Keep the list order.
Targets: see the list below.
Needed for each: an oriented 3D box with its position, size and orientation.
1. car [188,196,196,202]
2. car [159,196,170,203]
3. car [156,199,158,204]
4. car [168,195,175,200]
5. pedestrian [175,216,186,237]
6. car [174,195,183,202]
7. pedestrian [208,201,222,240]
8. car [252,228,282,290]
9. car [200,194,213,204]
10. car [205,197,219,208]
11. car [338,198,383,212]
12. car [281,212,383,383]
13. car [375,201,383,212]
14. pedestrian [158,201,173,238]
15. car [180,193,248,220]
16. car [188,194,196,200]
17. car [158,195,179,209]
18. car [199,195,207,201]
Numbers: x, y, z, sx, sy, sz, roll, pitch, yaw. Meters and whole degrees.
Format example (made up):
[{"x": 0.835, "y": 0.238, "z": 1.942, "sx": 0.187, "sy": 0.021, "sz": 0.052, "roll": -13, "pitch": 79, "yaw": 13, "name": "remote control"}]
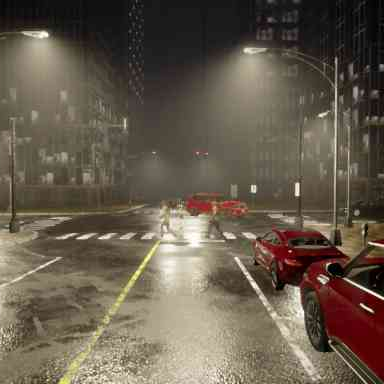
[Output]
[{"x": 0.004, "y": 1.525, "z": 74.255, "sx": 1.895, "sy": 1.301, "sz": 4.718, "roll": 0, "pitch": 0, "yaw": 0, "name": "car"}, {"x": -5.666, "y": 1.510, "z": 69.636, "sx": 1.947, "sy": 1.339, "sz": 4.313, "roll": -1, "pitch": 0, "yaw": 0, "name": "car"}, {"x": -5.836, "y": 1.518, "z": 63.962, "sx": 1.947, "sy": 1.339, "sz": 4.313, "roll": -1, "pitch": 0, "yaw": 0, "name": "car"}, {"x": -5.664, "y": 1.493, "z": 92.331, "sx": 1.802, "sy": 1.307, "sz": 4.206, "roll": -1, "pitch": 0, "yaw": 0, "name": "car"}, {"x": -0.471, "y": 1.665, "z": 16.582, "sx": 0.500, "sy": 1.100, "sz": 0.500, "roll": -1, "pitch": 1, "yaw": 0, "name": "pedestrian"}, {"x": -2.997, "y": 1.405, "z": 76.055, "sx": 1.882, "sy": 1.535, "sz": 5.008, "roll": 0, "pitch": 0, "yaw": 0, "name": "car"}, {"x": 1.060, "y": 1.287, "z": 15.274, "sx": 0.375, "sy": 1.860, "sz": 0.375, "roll": -1, "pitch": 1, "yaw": 0, "name": "pedestrian"}, {"x": 2.679, "y": 1.578, "z": 8.793, "sx": 1.802, "sy": 1.307, "sz": 4.206, "roll": -1, "pitch": 0, "yaw": 0, "name": "car"}, {"x": 2.716, "y": 1.268, "z": 63.412, "sx": 2.192, "sy": 1.841, "sz": 5.009, "roll": -1, "pitch": 0, "yaw": 0, "name": "car"}, {"x": 2.809, "y": 1.496, "z": 48.331, "sx": 1.752, "sy": 1.417, "sz": 4.829, "roll": -1, "pitch": 0, "yaw": 0, "name": "car"}, {"x": 15.651, "y": 1.356, "z": 29.843, "sx": 4.892, "sy": 1.490, "sz": 1.837, "roll": 0, "pitch": 1, "yaw": -5, "name": "car"}, {"x": 2.672, "y": 1.314, "z": 3.168, "sx": 2.192, "sy": 1.841, "sz": 5.009, "roll": -1, "pitch": 0, "yaw": 0, "name": "car"}, {"x": 16.129, "y": 1.537, "z": 24.068, "sx": 4.313, "sy": 1.339, "sz": 1.947, "roll": 0, "pitch": 1, "yaw": -5, "name": "car"}, {"x": -1.263, "y": 1.286, "z": 15.950, "sx": 0.375, "sy": 1.860, "sz": 0.375, "roll": -1, "pitch": 1, "yaw": 0, "name": "pedestrian"}, {"x": 1.982, "y": 1.162, "z": 28.313, "sx": 5.566, "sy": 2.045, "sz": 2.150, "roll": 1, "pitch": 2, "yaw": 41, "name": "car"}, {"x": 0.004, "y": 1.233, "z": 84.229, "sx": 1.882, "sy": 1.535, "sz": 5.008, "roll": 0, "pitch": 0, "yaw": 0, "name": "car"}, {"x": -3.095, "y": 1.451, "z": 44.581, "sx": 1.882, "sy": 1.535, "sz": 5.008, "roll": 0, "pitch": 0, "yaw": 0, "name": "car"}, {"x": 2.682, "y": 1.494, "z": 80.922, "sx": 1.947, "sy": 1.339, "sz": 4.313, "roll": -1, "pitch": 0, "yaw": 0, "name": "car"}]
